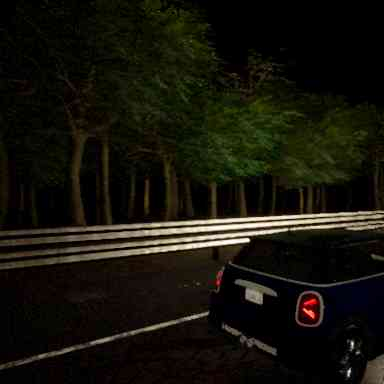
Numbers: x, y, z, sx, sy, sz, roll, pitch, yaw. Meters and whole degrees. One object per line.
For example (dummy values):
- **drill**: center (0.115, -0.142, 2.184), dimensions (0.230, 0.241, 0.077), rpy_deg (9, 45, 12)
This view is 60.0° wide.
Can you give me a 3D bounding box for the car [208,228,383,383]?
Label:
- **car**: center (2.535, 1.391, 5.550), dimensions (4.553, 1.767, 2.097), rpy_deg (1, 0, -35)
